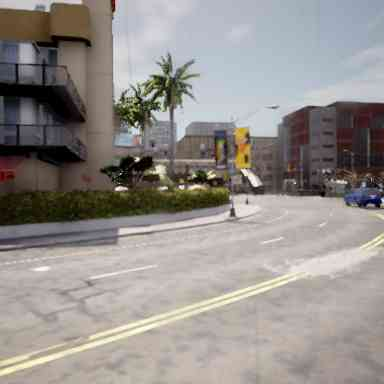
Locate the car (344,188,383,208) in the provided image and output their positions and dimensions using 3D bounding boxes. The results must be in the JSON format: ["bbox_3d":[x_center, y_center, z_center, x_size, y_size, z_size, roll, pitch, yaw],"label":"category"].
[{"bbox_3d":[18.636,0.641,36.494,2.150,2.045,5.566,-1,0,5],"label":"car"}]
